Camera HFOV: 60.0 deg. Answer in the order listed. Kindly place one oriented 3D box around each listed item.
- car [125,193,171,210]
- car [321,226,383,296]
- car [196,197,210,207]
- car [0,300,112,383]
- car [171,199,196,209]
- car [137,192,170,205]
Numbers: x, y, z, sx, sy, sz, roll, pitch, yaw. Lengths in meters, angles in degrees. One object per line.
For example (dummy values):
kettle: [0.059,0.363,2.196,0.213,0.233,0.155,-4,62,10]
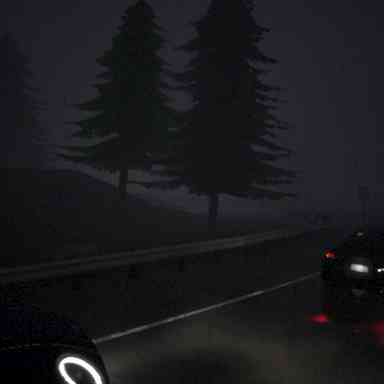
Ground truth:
car: [-5.765,1.164,42.043,5.566,2.045,2.150,0,0,39]
car: [4.954,1.547,8.269,4.181,1.385,1.994,0,0,-43]
car: [1.201,1.415,49.923,4.902,1.511,2.128,0,0,38]
car: [-2.803,1.357,2.032,4.553,1.767,2.097,0,0,-35]
car: [-2.199,1.541,43.702,4.718,1.301,1.895,0,0,38]
car: [-6.583,1.113,55.983,5.566,2.045,2.150,0,0,38]
